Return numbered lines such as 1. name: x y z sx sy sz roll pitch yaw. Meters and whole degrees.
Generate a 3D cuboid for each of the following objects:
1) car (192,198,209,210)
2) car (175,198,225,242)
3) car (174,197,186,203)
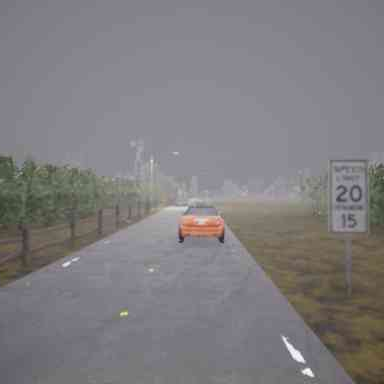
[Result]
1. car: 1.113 1.564 44.374 2.033 1.411 5.357 0 0 1
2. car: 0.472 1.395 16.915 2.097 1.767 4.553 0 0 1
3. car: -1.570 1.552 51.378 1.837 1.490 4.892 0 0 1
